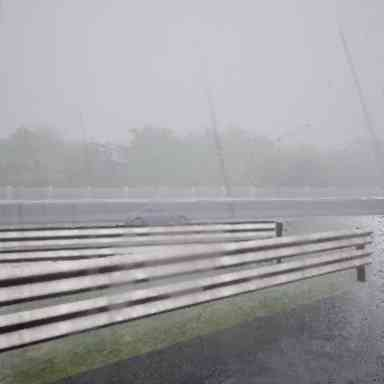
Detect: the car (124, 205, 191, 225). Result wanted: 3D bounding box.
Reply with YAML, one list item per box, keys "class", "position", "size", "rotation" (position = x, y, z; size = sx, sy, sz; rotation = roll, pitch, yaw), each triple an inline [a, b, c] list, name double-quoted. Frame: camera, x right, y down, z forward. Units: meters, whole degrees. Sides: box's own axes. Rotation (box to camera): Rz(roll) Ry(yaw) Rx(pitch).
- class: "car"
  position: [-2.146, 1.549, 21.092]
  size: [4.181, 1.385, 1.994]
  rotation: [0, 0, -16]

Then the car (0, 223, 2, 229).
- class: "car"
  position: [-11.275, 1.510, 14.857]
  size: [4.892, 1.490, 1.837]
  rotation: [0, 0, -16]
